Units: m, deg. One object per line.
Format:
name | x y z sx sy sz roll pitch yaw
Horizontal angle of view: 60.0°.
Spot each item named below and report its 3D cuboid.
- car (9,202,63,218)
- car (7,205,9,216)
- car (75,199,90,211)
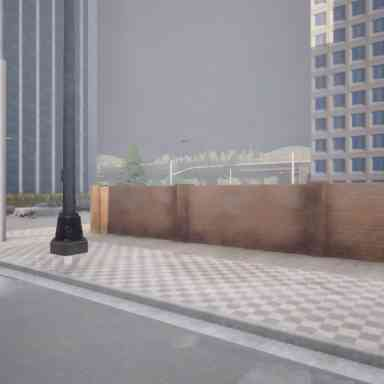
car | -13.373 1.601 29.922 1.895 1.301 4.718 0 0 35
car | -18.176 1.547 29.228 2.033 1.411 5.357 0 0 32
car | -12.366 1.547 37.458 2.033 1.411 5.357 0 0 35
